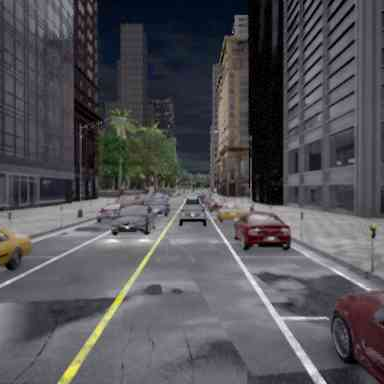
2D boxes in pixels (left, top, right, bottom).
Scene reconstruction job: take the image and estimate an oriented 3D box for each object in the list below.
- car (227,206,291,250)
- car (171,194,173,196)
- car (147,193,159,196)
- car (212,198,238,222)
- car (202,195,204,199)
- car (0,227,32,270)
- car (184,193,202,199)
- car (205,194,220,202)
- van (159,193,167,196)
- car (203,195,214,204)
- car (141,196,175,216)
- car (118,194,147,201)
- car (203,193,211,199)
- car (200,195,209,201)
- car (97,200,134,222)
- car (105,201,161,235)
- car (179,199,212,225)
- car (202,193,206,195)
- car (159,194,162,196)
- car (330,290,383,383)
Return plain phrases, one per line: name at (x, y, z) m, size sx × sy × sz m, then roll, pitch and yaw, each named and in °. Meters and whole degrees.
car at (2.762, 1.483, 13.836) m, size 1.887 × 1.381 × 4.507 m, roll 0°, pitch 0°, yaw 0°
car at (-5.754, 1.292, 73.531) m, size 1.802 × 1.307 × 4.206 m, roll 0°, pitch 0°, yaw 0°
car at (-5.761, 1.146, 40.974) m, size 2.192 × 1.841 × 5.009 m, roll 0°, pitch 0°, yaw 0°
car at (2.763, 1.417, 24.856) m, size 1.752 × 1.417 × 4.829 m, roll 0°, pitch 0°, yaw 0°
car at (2.765, 1.355, 46.387) m, size 1.887 × 1.381 × 4.507 m, roll 0°, pitch 0°, yaw 0°
car at (-5.764, 1.489, 8.248) m, size 1.752 × 1.417 × 4.829 m, roll 0°, pitch 0°, yaw 0°
car at (0.103, 1.286, 46.812) m, size 1.882 × 1.535 × 5.008 m, roll 0°, pitch 0°, yaw 0°
car at (2.764, 1.290, 35.536) m, size 1.967 × 1.590 × 4.097 m, roll 0°, pitch 0°, yaw 0°
van at (-5.758, 1.113, 57.252) m, size 1.690 × 1.788 × 3.998 m, roll 0°, pitch 0°, yaw 0°
car at (2.768, 1.296, 57.406) m, size 1.752 × 1.417 × 4.829 m, roll 0°, pitch 0°, yaw 0°
car at (-2.995, 1.363, 30.293) m, size 2.128 × 1.511 × 4.902 m, roll 0°, pitch 0°, yaw 0°
car at (-5.762, 1.187, 30.122) m, size 2.192 × 1.841 × 5.009 m, roll 0°, pitch 0°, yaw 0°
car at (2.765, 1.270, 40.961) m, size 1.967 × 1.590 × 4.097 m, roll 0°, pitch 0°, yaw 0°
car at (2.771, 1.275, 73.512) m, size 1.947 × 1.339 × 4.313 m, roll 0°, pitch 0°, yaw 0°
car at (-5.762, 1.476, 24.697) m, size 1.802 × 1.307 × 4.206 m, roll 0°, pitch 0°, yaw 0°
car at (-3.041, 1.426, 18.171) m, size 1.837 × 1.490 × 4.892 m, roll 0°, pitch 0°, yaw 1°
car at (0.066, 1.448, 22.959) m, size 2.033 × 1.411 × 5.357 m, roll 0°, pitch 0°, yaw 0°
car at (2.767, 1.341, 51.811) m, size 2.008 × 1.369 × 4.403 m, roll 0°, pitch 0°, yaw 0°
car at (-5.759, 1.356, 46.400) m, size 1.887 × 1.381 × 4.507 m, roll 0°, pitch 0°, yaw 0°
car at (2.761, 1.568, 2.987) m, size 1.802 × 1.307 × 4.206 m, roll 0°, pitch 0°, yaw 0°
